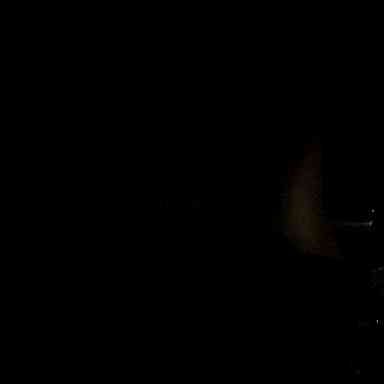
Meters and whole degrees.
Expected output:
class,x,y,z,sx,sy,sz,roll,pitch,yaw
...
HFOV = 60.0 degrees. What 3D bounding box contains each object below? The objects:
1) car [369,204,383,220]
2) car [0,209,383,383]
class,x,y,z,sx,sy,sz,roll,pitch,yaw
car,17.942,1.753,29.672,4.718,1.301,1.895,0,0,-35
car,-0.086,1.231,3.683,5.566,2.045,2.150,0,0,-35
